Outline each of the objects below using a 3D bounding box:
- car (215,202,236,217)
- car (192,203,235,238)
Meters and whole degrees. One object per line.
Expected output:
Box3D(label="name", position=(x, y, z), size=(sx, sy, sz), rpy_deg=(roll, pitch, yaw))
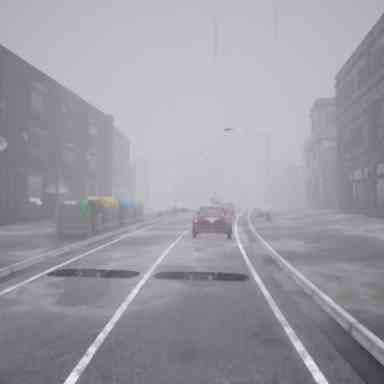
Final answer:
Box3D(label="car", position=(3.866, 1.926, 37.543), size=(2.033, 1.411, 5.357), rpy_deg=(0, -1, 10))
Box3D(label="car", position=(1.229, 1.531, 19.158), size=(2.097, 1.767, 4.553), rpy_deg=(0, -1, 6))
